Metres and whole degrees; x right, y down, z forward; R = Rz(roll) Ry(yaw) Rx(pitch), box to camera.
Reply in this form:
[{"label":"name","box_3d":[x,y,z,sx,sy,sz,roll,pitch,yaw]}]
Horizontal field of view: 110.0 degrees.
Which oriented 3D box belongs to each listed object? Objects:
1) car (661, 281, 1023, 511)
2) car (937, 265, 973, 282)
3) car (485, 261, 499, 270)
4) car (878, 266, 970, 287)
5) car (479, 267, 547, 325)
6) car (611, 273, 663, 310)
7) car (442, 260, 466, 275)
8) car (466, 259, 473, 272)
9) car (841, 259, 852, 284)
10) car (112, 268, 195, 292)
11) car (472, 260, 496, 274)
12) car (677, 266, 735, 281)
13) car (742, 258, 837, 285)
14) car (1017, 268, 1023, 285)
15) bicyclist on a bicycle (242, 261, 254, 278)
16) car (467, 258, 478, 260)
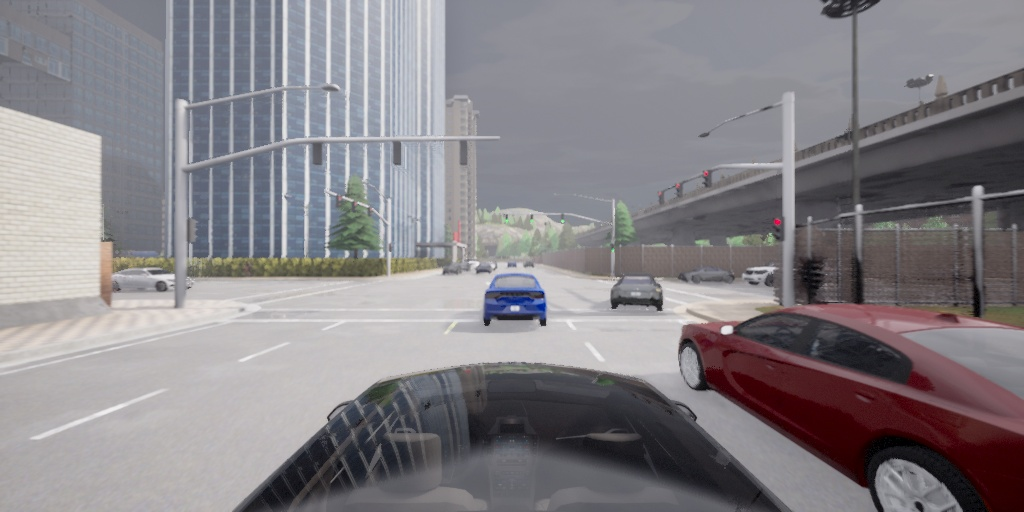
[{"label":"car","box_3d":[3.599,1.240,3.788,1.882,1.535,5.008,0,0,0]},{"label":"car","box_3d":[35.549,1.500,29.708,4.674,1.442,1.812,0,0,0]},{"label":"car","box_3d":[-3.525,1.667,62.865,2.033,1.411,5.357,0,0,1]},{"label":"car","box_3d":[29.762,1.554,26.207,4.718,1.301,1.895,0,0,0]},{"label":"car","box_3d":[0.090,1.296,12.194,1.882,1.535,5.008,0,-1,0]},{"label":"car","box_3d":[5.404,1.410,15.330,1.994,1.385,4.181,0,-1,22]},{"label":"car","box_3d":[-7.096,1.505,43.012,1.837,1.490,4.892,0,0,0]},{"label":"car","box_3d":[-7.087,1.547,52.182,2.128,1.511,4.902,0,0,0]},{"label":"car","box_3d":[25.371,1.196,29.709,5.566,2.045,2.150,0,0,-1]},{"label":"car","box_3d":[-22.640,1.457,22.418,4.674,1.442,1.812,0,0,0]},{"label":"car","box_3d":[-3.596,1.570,46.621,2.033,1.411,5.357,0,0,0]},{"label":"car","box_3d":[16.014,1.538,29.682,4.181,1.385,1.994,0,0,0]},{"label":"car","box_3d":[19.993,1.175,26.189,5.566,2.045,2.150,0,0,0]},{"label":"car","box_3d":[40.470,1.175,26.216,5.566,2.045,2.150,0,0,0]},{"label":"bicyclist on a bicycle","box_3d":[-25.303,1.305,34.376,0.582,1.620,1.656,0,0,0]},{"label":"car","box_3d":[-7.019,1.342,62.903,2.150,2.045,5.566,0,0,0]}]
